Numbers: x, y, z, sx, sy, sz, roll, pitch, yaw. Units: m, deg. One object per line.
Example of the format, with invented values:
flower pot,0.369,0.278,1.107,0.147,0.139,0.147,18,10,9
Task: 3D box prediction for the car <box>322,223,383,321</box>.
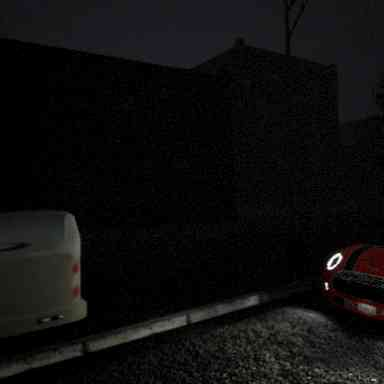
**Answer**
car,4.668,1.292,6.702,4.553,1.767,2.097,-1,0,-35
